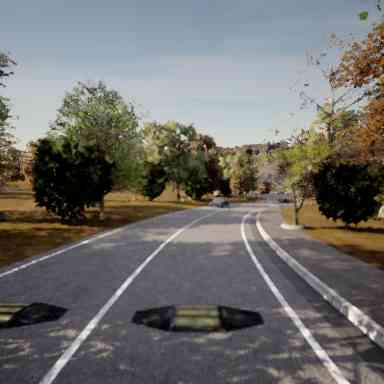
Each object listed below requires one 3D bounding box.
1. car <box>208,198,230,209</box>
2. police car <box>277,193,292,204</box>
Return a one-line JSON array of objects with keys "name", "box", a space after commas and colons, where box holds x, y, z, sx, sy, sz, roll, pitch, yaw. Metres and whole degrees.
[{"name": "car", "box": [3.816, 1.475, 45.741, 2.033, 1.411, 5.357, 2, 0, 19]}, {"name": "police car", "box": [19.553, 1.651, 70.979, 1.930, 1.638, 5.238, 2, 1, 24]}]
